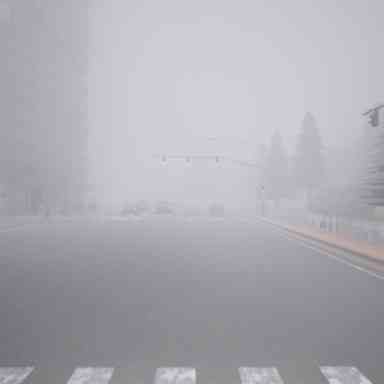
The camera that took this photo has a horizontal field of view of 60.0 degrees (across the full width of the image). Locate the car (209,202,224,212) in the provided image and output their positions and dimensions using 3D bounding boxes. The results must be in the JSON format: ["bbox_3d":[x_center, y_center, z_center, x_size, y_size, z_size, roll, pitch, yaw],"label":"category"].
[{"bbox_3d":[3.537,2.213,49.032,1.994,1.385,4.181,0,-1,-1],"label":"car"}]

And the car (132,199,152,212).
[{"bbox_3d":[-7.230,2.136,48.559,2.128,1.511,4.902,0,-1,-1],"label":"car"}]

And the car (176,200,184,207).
[{"bbox_3d":[-3.691,2.494,73.190,1.812,1.442,4.674,1,-1,-39],"label":"car"}]

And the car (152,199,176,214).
[{"bbox_3d":[-3.599,1.927,43.377,2.097,1.767,4.553,0,-1,0],"label":"car"}]

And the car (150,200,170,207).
[{"bbox_3d":[-6.907,2.449,71.642,1.837,1.490,4.892,1,-1,-39],"label":"car"}]

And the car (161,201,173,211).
[{"bbox_3d":[-3.943,2.175,52.581,1.882,1.535,5.008,0,-1,-4],"label":"car"}]

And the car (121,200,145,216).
[{"bbox_3d":[-7.100,2.047,39.294,1.812,1.442,4.674,0,-1,0],"label":"car"}]

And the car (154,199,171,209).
[{"bbox_3d":[-5.540,2.169,61.629,2.097,1.767,4.553,0,-1,-19],"label":"car"}]

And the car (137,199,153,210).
[{"bbox_3d":[-8.245,2.126,58.362,2.097,1.767,4.553,0,-1,-16],"label":"car"}]
